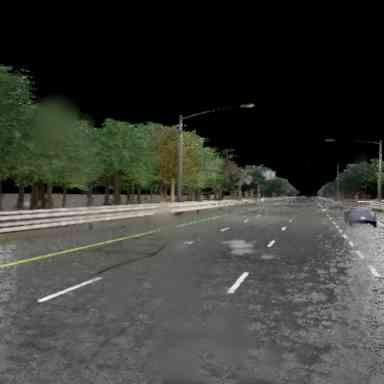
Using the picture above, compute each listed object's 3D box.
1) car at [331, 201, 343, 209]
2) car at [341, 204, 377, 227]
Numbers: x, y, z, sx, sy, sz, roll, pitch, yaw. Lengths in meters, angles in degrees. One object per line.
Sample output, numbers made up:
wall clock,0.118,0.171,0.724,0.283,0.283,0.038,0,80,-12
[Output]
car,24.737,2.223,56.435,2.033,1.411,5.357,1,0,27
car,13.238,1.904,26.297,1.994,1.385,4.181,1,0,20
